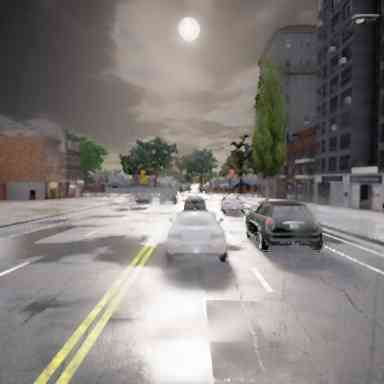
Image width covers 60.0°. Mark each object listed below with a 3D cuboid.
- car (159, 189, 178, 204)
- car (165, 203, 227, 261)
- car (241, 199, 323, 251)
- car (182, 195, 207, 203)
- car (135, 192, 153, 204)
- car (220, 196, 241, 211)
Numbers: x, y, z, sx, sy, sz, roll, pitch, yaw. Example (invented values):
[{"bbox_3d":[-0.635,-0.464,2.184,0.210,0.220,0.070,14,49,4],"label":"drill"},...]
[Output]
[{"bbox_3d":[-3.089,0.563,44.489,2.150,2.045,5.566,0,0,0],"label":"car"},{"bbox_3d":[0.141,1.321,11.340,1.812,1.442,4.674,0,1,1],"label":"car"},{"bbox_3d":[3.406,1.121,13.136,2.097,1.767,4.553,0,1,1],"label":"car"},{"bbox_3d":[0.247,1.044,28.900,1.837,1.490,4.892,0,1,0],"label":"car"},{"bbox_3d":[-6.341,0.846,44.313,1.837,1.490,4.892,0,0,1],"label":"car"},{"bbox_3d":[3.504,1.055,29.693,1.812,1.442,4.674,0,1,0],"label":"car"}]
